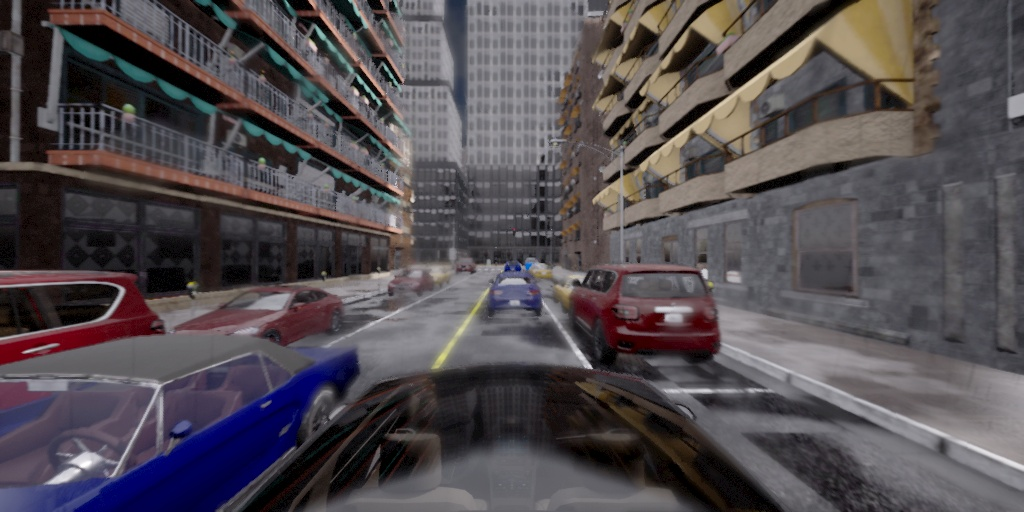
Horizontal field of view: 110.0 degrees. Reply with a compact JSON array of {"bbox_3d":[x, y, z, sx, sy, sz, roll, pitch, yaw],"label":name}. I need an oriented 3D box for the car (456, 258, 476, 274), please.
[{"bbox_3d":[-5.314,1.140,41.926,2.192,1.841,5.009,0,0,0],"label":"car"}]

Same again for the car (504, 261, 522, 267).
[{"bbox_3d":[0.102,1.300,40.550,1.882,1.535,5.008,0,0,0],"label":"car"}]

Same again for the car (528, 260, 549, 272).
[{"bbox_3d":[2.566,1.326,30.815,1.751,1.417,4.829,0,0,0],"label":"car"}]

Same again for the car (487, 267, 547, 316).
[{"bbox_3d":[0.100,1.295,13.337,1.812,1.442,4.674,0,0,0],"label":"car"}]

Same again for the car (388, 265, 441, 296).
[{"bbox_3d":[-5.314,1.362,19.364,1.802,1.307,4.207,0,0,0],"label":"car"}]

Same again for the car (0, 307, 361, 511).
[{"bbox_3d":[-2.850,1.352,2.336,1.895,1.301,4.718,0,0,0],"label":"car"}]

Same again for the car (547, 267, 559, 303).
[{"bbox_3d":[2.566,1.295,13.894,1.751,1.417,4.829,0,0,0],"label":"car"}]

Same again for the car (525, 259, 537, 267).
[{"bbox_3d":[2.566,1.338,36.455,1.751,1.417,4.829,0,0,0],"label":"car"}]

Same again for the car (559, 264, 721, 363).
[{"bbox_3d":[2.566,1.075,8.084,2.192,1.841,5.009,0,0,0],"label":"car"}]

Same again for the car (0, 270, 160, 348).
[{"bbox_3d":[-5.315,1.066,2.443,2.192,1.841,5.009,0,0,0],"label":"car"}]

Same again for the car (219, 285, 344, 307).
[{"bbox_3d":[-5.314,1.343,8.084,1.802,1.307,4.207,0,0,0],"label":"car"}]

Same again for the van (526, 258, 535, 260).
[{"bbox_3d":[2.566,1.178,47.566,1.690,1.789,3.998,0,0,0],"label":"van"}]

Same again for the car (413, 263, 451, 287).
[{"bbox_3d":[-5.314,1.316,24.835,1.751,1.417,4.829,0,0,0],"label":"car"}]
